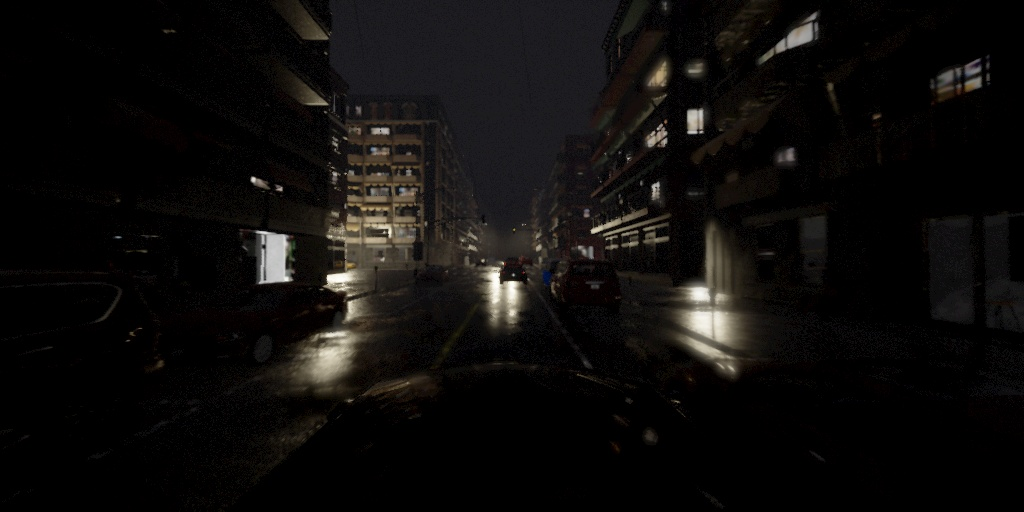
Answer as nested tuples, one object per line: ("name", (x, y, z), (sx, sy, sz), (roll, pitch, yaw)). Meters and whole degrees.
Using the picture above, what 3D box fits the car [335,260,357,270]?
("car", (-24.454, 1.286, 50.323), (4.829, 1.417, 1.751), (0, 0, 0))

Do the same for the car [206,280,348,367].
("car", (-5.316, 1.272, 7.931), (1.888, 1.381, 4.507), (0, 0, 0))

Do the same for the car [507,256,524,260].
("car", (0.084, 0.926, 43.085), (2.097, 1.767, 4.553), (0, 0, 0))

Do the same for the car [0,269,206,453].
("car", (-5.314, 1.062, 2.400), (2.192, 1.841, 5.009), (0, 0, 0))

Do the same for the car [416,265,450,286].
("car", (-5.320, 1.258, 24.524), (1.802, 1.307, 4.207), (0, 0, 0))

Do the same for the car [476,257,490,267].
("car", (-5.328, 1.141, 62.604), (1.948, 1.339, 4.313), (0, 0, 0))

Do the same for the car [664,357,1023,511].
("car", (2.534, 1.329, 2.346), (1.802, 1.307, 4.207), (0, 0, 0))

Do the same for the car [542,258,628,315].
("car", (2.531, 1.022, 13.408), (2.192, 1.841, 5.009), (0, 0, 0))

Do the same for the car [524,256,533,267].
("car", (2.553, 0.889, 62.651), (2.192, 1.841, 5.009), (0, 0, 0))

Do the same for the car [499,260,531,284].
("car", (0.096, 1.236, 26.053), (1.994, 1.385, 4.181), (0, 0, 0))
